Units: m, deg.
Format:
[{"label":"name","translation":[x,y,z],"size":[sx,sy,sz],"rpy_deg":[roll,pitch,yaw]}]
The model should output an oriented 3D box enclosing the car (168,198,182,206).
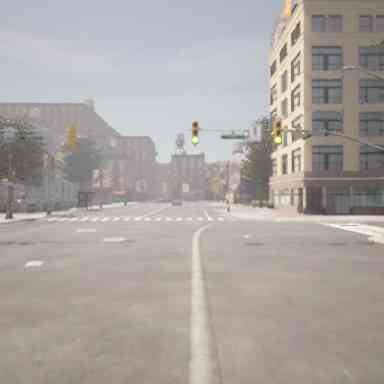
[{"label":"car","translation":[-3.454,2.347,72.491],"size":[2.033,1.411,5.357],"rpy_deg":[0,-1,0]}]
